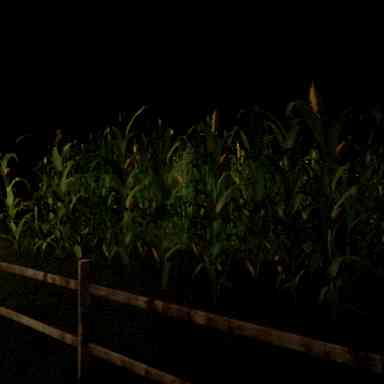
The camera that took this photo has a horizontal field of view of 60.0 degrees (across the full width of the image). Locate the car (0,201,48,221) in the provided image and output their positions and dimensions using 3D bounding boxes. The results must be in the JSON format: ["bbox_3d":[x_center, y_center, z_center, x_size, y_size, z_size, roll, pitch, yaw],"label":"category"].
[{"bbox_3d":[-12.490,1.361,24.599,1.895,1.301,4.718,0,1,38],"label":"car"}]
